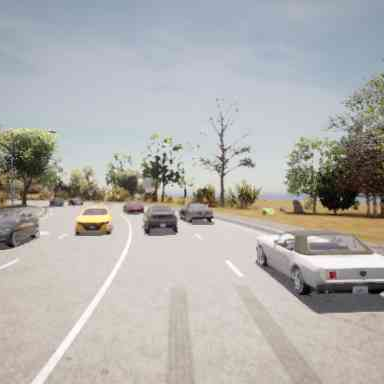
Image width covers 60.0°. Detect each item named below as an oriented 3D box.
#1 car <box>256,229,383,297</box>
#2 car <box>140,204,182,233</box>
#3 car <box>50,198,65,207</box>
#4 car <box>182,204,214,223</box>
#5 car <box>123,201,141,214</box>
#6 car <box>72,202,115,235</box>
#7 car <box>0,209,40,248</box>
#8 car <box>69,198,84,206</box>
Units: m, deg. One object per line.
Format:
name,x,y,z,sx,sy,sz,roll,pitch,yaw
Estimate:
car,3.109,1.620,8.673,1.895,1.301,4.718,0,0,-4
car,-2.021,1.581,20.485,1.837,1.490,4.892,0,0,-10
car,-22.361,1.729,55.071,1.837,1.490,4.892,0,0,-29
car,0.248,1.641,26.897,2.033,1.411,5.357,0,0,-14
car,-6.744,1.712,38.144,1.994,1.385,4.181,0,0,-19
car,-5.608,1.560,19.612,1.882,1.535,5.008,0,0,-11
car,-8.408,1.567,15.133,2.128,1.511,4.902,0,0,-9
car,-20.472,1.733,58.784,2.128,1.511,4.902,0,0,-30
